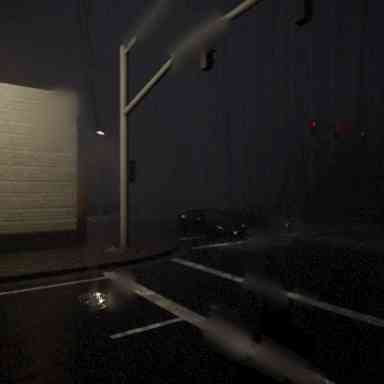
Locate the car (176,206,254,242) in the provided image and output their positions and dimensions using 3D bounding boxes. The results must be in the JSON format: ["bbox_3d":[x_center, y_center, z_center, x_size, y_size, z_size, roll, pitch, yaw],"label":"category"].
[{"bbox_3d":[0.810,1.565,17.075,1.812,1.442,4.674,0,0,-30],"label":"car"}]

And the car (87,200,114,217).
[{"bbox_3d":[-9.535,1.602,32.194,1.994,1.385,4.181,0,0,-35],"label":"car"}]

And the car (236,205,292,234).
[{"bbox_3d":[3.628,1.525,19.775,2.128,1.511,4.902,0,0,-36],"label":"car"}]

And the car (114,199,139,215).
[{"bbox_3d":[-7.311,1.524,35.106,2.128,1.511,4.902,0,0,-35],"label":"car"}]
